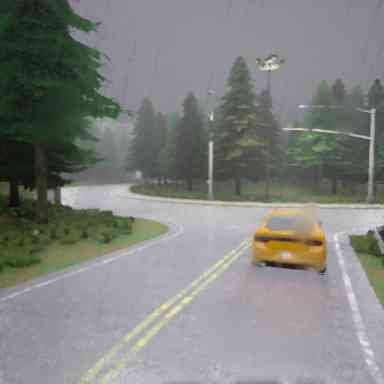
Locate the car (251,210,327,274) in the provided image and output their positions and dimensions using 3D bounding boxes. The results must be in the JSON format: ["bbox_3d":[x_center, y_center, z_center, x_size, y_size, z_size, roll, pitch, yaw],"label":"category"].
[{"bbox_3d":[3.095,1.290,10.341,1.882,1.535,5.008,2,3,19],"label":"car"}]
